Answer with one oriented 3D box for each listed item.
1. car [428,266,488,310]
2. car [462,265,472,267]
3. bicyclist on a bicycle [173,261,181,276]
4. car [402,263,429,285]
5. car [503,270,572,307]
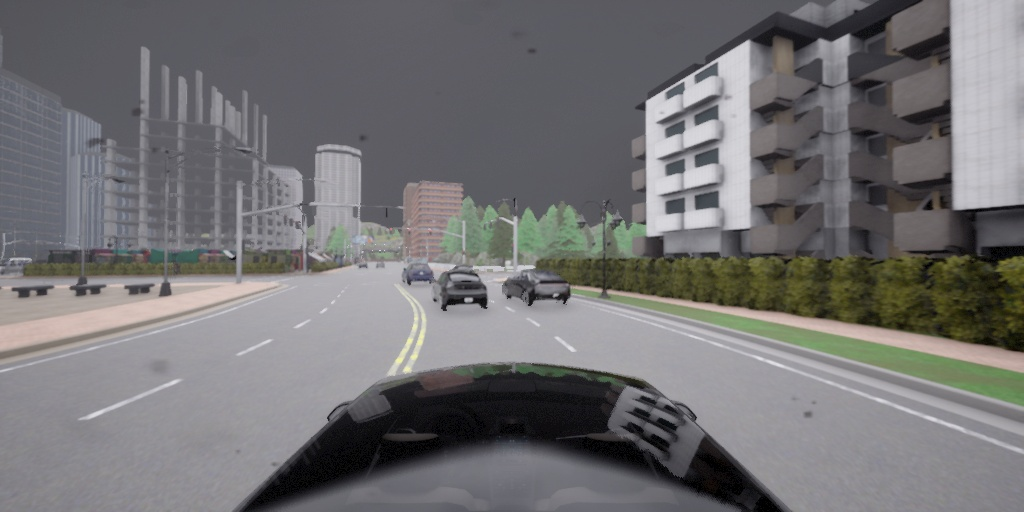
[{"bbox_3d":[-2.368,1.397,15.669,1.837,1.490,4.892,0,0,-18],"label":"car"},{"bbox_3d":[-4.260,1.553,31.158,1.837,1.490,4.892,0,0,-14],"label":"car"},{"bbox_3d":[-38.618,1.406,41.342,0.582,1.620,1.656,0,5,-18],"label":"bicyclist on a bicycle"},{"bbox_3d":[-7.850,1.382,29.705,2.097,1.767,4.553,0,-1,-24],"label":"car"},{"bbox_3d":[0.992,1.393,16.647,2.128,1.511,4.902,0,0,-18],"label":"car"}]
